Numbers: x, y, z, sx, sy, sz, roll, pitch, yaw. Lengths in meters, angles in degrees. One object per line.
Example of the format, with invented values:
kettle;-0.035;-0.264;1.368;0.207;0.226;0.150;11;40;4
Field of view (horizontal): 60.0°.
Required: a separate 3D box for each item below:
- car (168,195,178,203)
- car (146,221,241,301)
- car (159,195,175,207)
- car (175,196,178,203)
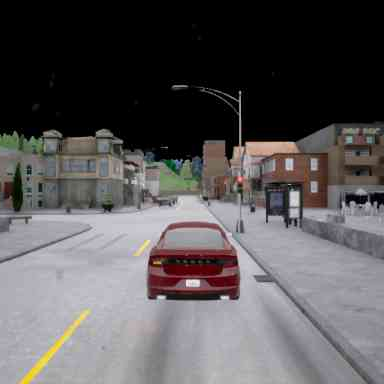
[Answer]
car;-4.011;1.500;71.661;1.837;1.490;4.892;0;0;0
car;0.049;1.478;8.416;1.882;1.535;5.008;0;0;1
car;-4.108;1.505;51.988;1.837;1.490;4.892;0;0;0
car;-4.069;1.601;61.293;1.895;1.301;4.718;0;0;0
